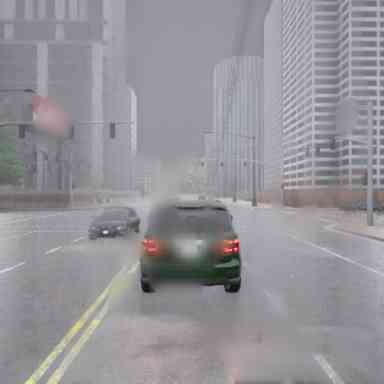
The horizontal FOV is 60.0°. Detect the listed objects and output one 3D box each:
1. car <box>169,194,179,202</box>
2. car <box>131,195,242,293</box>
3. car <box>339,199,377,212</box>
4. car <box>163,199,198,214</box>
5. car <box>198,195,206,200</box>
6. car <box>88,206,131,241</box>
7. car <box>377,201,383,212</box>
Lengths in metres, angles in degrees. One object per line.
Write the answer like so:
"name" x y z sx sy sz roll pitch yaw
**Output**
"car" -4.171 1.349 78.450 2.097 1.767 4.553 0 0 0
"car" -0.022 1.221 9.002 2.150 2.045 5.566 0 0 0
"car" 19.460 1.544 37.372 5.357 1.411 2.033 0 0 -1
"car" -1.344 1.523 36.915 1.812 1.442 4.674 -1 0 -30
"car" 2.724 1.493 90.613 1.837 1.490 4.892 0 0 0
"car" -3.733 1.505 16.694 1.837 1.490 4.892 0 0 0
"car" 22.129 1.475 33.907 5.008 1.535 1.882 0 0 -1
